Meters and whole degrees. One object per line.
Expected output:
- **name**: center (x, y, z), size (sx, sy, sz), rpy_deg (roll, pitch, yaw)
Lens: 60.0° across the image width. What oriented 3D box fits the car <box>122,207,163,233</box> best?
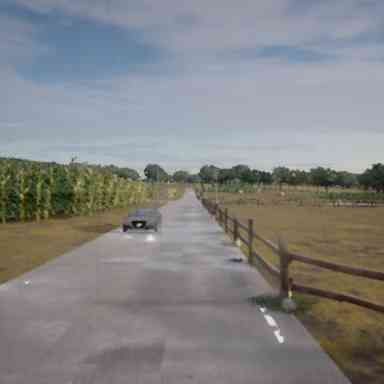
- **car**: center (-2.828, 1.575, 19.779), size (1.994, 1.385, 4.181), rpy_deg (0, 0, 0)
